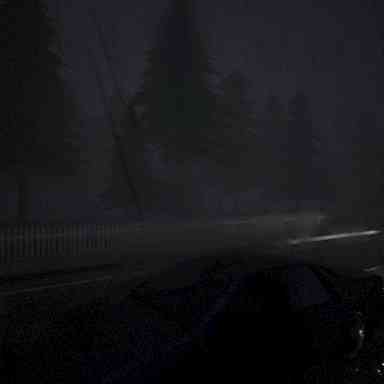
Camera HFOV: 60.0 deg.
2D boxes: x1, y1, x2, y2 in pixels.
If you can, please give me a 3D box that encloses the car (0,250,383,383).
[{"bbox_3d":[0.549,1.556,4.365,5.357,1.411,2.033,0,0,-35],"label":"car"}]
